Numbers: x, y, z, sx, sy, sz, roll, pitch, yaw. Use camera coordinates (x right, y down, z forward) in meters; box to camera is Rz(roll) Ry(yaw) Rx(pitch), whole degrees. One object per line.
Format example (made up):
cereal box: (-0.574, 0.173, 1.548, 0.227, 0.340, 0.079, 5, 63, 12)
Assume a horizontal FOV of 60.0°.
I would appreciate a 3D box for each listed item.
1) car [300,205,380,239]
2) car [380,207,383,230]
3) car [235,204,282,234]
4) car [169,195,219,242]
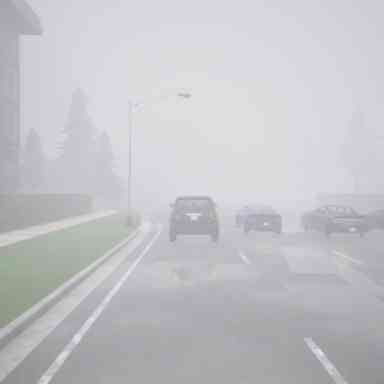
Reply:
car: (7.101, 1.433, 17.109, 2.128, 1.511, 4.902, 0, 0, 0)
car: (10.602, 1.433, 17.117, 2.128, 1.511, 4.902, 0, 0, 0)
car: (3.602, 1.414, 18.665, 1.882, 1.535, 5.008, 0, 0, 0)
car: (0.073, 1.166, 16.324, 2.150, 2.045, 5.566, 0, 0, 0)
